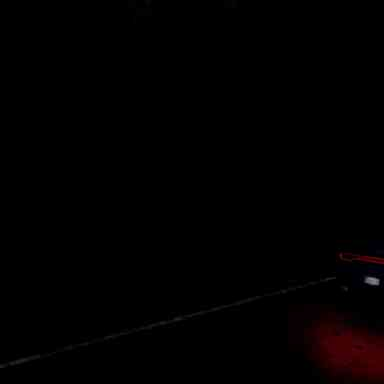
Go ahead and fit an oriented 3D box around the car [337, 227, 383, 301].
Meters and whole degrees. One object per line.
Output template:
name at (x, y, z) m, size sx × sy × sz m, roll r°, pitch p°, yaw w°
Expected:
car at (5.268, 1.427, 7.358) m, size 5.008 × 1.535 × 1.882 m, roll 0°, pitch 0°, yaw -35°
